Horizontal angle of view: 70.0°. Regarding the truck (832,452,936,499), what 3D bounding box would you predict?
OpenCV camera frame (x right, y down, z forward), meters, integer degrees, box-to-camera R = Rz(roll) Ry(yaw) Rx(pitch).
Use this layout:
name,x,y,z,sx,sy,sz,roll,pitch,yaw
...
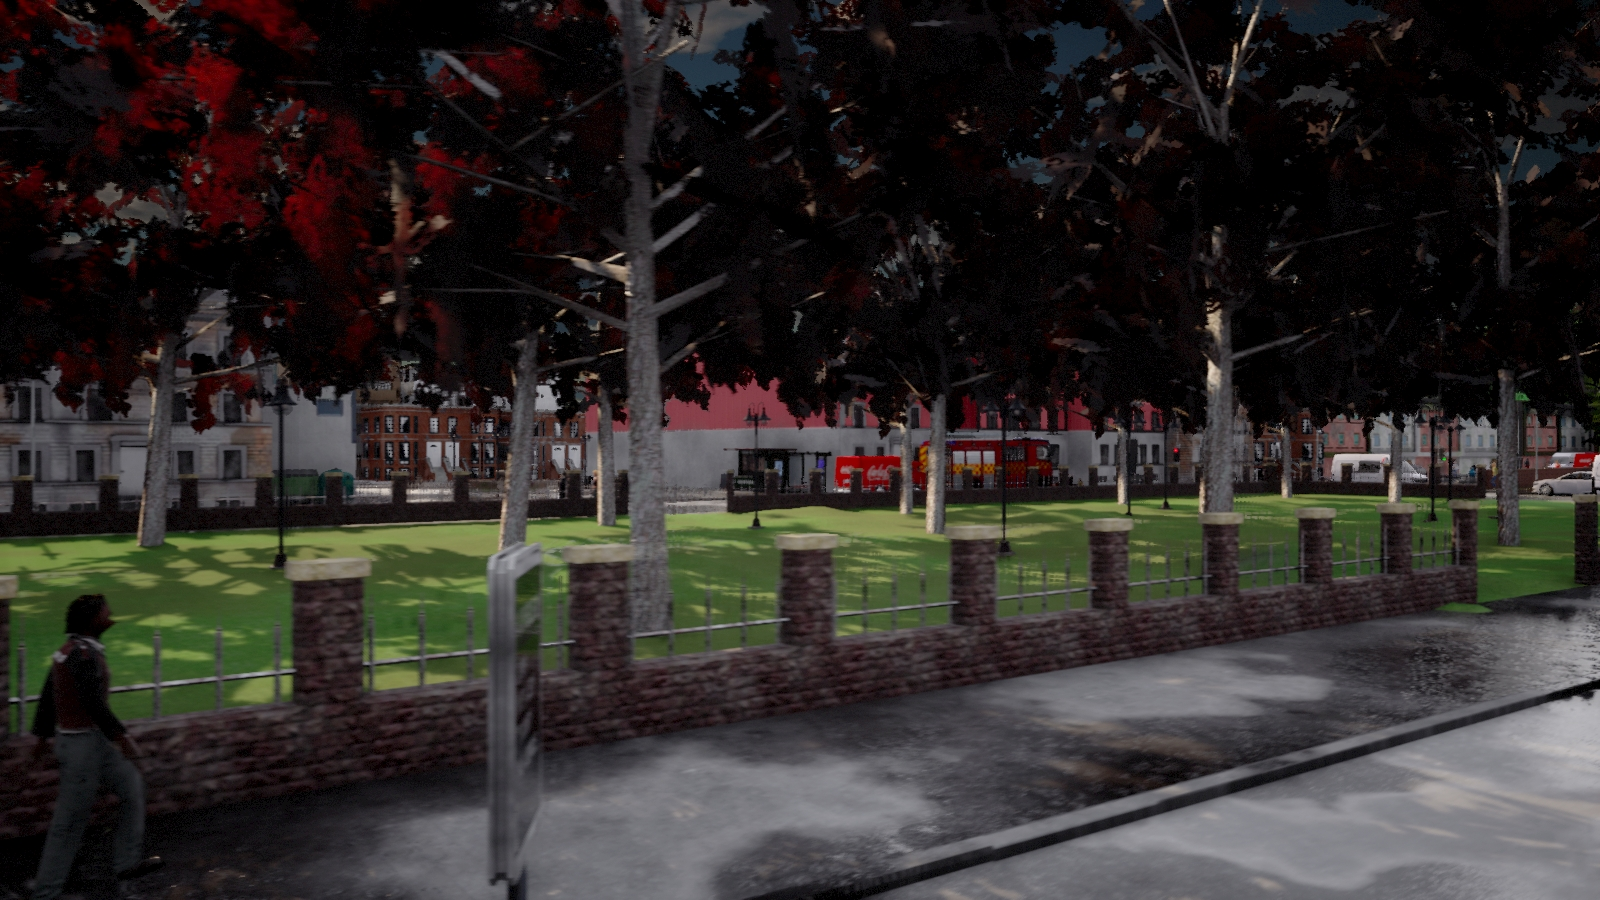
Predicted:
name,x,y,z,sx,sy,sz,roll,pitch,yaw
truck,4.655,1.345,62.977,5.204,2.467,2.627,0,0,-35

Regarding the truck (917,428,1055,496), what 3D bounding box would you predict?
name,x,y,z,sx,sy,sz,roll,pitch,yaw
truck,11.141,0.671,67.835,8.468,3.827,2.891,0,0,-35

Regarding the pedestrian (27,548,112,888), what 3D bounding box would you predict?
name,x,y,z,sx,sy,sz,roll,pitch,yaw
pedestrian,-4.260,1.525,6.662,0.375,1.860,0.375,0,0,-39

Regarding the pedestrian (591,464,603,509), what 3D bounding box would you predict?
name,x,y,z,sx,sy,sz,roll,pitch,yaw
pedestrian,-8.508,1.525,47.889,0.375,1.860,0.375,0,0,-36

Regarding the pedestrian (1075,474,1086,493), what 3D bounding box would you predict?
name,x,y,z,sx,sy,sz,roll,pitch,yaw
pedestrian,15.967,1.906,65.046,0.500,1.100,0.500,0,0,35

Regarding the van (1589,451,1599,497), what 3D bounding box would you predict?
name,x,y,z,sx,sy,sz,roll,pitch,yaw
van,46.478,1.314,61.847,1.988,2.561,5.915,0,0,-34

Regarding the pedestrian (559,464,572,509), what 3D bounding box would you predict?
name,x,y,z,sx,sy,sz,roll,pitch,yaw
pedestrian,-9.776,1.524,47.635,0.375,1.860,0.375,0,0,44
